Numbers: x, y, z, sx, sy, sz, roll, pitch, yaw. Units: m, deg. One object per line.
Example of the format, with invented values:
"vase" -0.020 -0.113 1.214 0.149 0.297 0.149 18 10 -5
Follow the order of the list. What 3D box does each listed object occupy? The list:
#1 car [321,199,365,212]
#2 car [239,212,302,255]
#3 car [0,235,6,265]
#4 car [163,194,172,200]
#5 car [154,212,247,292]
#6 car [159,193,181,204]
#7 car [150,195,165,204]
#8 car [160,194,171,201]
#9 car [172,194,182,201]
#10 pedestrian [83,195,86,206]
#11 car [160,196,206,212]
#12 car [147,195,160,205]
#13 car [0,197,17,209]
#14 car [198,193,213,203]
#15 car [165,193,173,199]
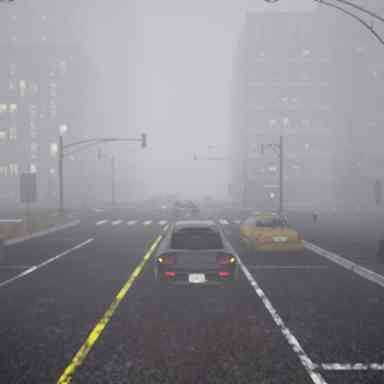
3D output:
"car" 16.259 1.411 35.822 4.403 1.369 2.008 0 1 1
"car" 2.787 1.445 12.838 1.752 1.417 4.829 -1 0 0
"car" -5.842 1.500 7.068 1.887 1.381 4.507 -1 0 0
"car" -5.824 1.101 78.881 1.802 1.307 4.206 -1 0 0
"car" 0.087 1.471 8.665 1.812 1.442 4.674 0 0 0
"car" -3.167 1.248 48.676 2.033 1.411 5.357 0 0 0
"car" -5.789 1.221 56.263 1.947 1.339 4.313 -1 0 0
"car" -5.816 1.098 73.226 1.887 1.381 4.507 -1 0 0
"car" -3.106 1.083 68.823 1.837 1.490 4.892 0 0 0
"pedestrian" -12.609 0.968 39.118 0.375 1.300 0.375 0 1 1
"car" -0.815 1.338 24.771 2.128 1.511 4.902 0 0 -13
"car" -5.781 1.215 50.439 1.752 1.417 4.829 -1 0 0
"car" -21.717 1.060 36.259 4.829 1.417 1.752 1 1 1
"car" 2.590 1.206 56.277 2.008 1.369 4.403 -1 0 0
"car" -5.834 1.030 84.535 1.887 1.381 4.507 -1 0 0
